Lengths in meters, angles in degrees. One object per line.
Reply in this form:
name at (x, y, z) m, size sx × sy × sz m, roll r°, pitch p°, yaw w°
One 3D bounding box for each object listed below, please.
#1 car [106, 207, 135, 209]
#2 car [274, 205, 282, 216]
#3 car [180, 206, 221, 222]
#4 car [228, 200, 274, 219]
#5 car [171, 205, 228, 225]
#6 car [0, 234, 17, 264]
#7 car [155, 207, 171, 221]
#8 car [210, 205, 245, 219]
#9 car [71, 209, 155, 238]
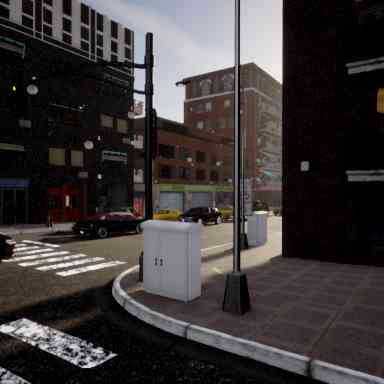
car at (-5.397, 1.758, 23.112) m, size 1.967 × 1.590 × 4.097 m, roll -1°, pitch -2°, yaw 35°
car at (12.518, 2.394, 44.189) m, size 2.033 × 1.411 × 5.357 m, roll 0°, pitch -1°, yaw 35°
car at (0.918, 2.092, 32.172) m, size 1.947 × 1.339 × 4.313 m, roll -1°, pitch -2°, yaw 35°
car at (6.396, 1.866, 35.473) m, size 2.150 × 2.045 × 5.566 m, roll 0°, pitch -1°, yaw 35°
car at (0.717, 1.962, 27.324) m, size 1.837 × 1.490 × 4.892 m, roll 0°, pitch -1°, yaw 35°
car at (-7.733, 1.593, 9.602) m, size 2.128 × 1.511 × 4.902 m, roll 0°, pitch -1°, yaw 35°
car at (-2.337, 1.944, 27.501) m, size 1.752 × 1.417 × 4.829 m, roll -1°, pitch -2°, yaw 35°
car at (3.979, 2.153, 36.565) m, size 1.752 × 1.417 × 4.829 m, roll -1°, pitch -2°, yaw 35°
car at (-4.645, 1.881, 19.634) m, size 1.895 × 1.301 × 4.718 m, roll 0°, pitch -1°, yaw 35°
